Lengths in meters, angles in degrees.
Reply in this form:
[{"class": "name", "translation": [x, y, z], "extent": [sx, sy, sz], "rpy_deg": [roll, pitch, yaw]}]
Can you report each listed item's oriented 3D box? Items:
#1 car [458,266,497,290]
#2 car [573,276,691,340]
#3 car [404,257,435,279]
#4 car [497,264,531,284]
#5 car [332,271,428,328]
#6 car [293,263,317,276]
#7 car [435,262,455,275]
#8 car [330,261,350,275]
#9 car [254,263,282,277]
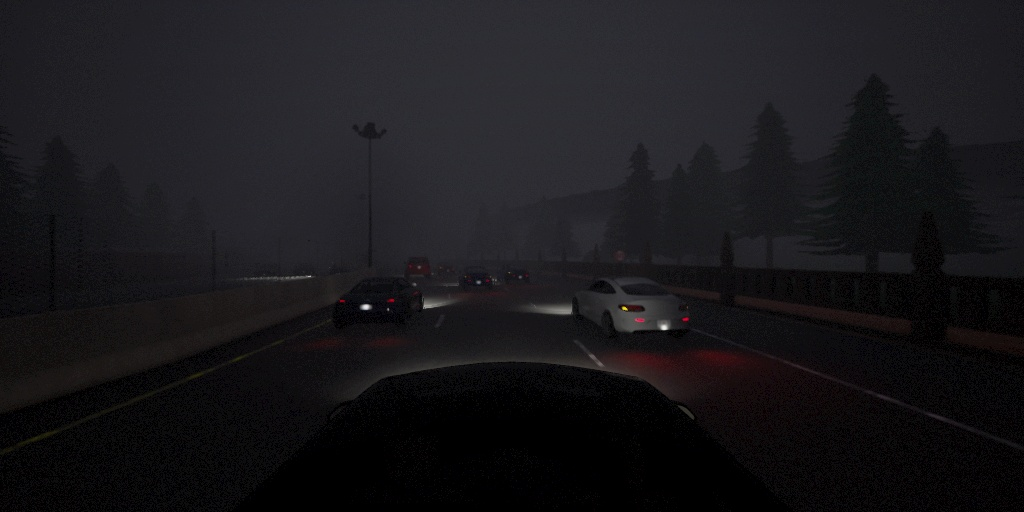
[{"class": "car", "translation": [-2.361, 1.328, 22.745], "extent": [1.812, 1.442, 4.674], "rpy_deg": [0, 0, -12]}, {"class": "car", "translation": [3.044, 1.278, 9.943], "extent": [1.812, 1.442, 4.674], "rpy_deg": [0, 0, -5]}, {"class": "car", "translation": [-8.830, 1.074, 33.466], "extent": [2.150, 2.045, 5.566], "rpy_deg": [0, 0, -18]}, {"class": "car", "translation": [0.037, 1.327, 27.819], "extent": [1.812, 1.442, 4.674], "rpy_deg": [0, 0, -14]}, {"class": "car", "translation": [-4.131, 1.352, 11.643], "extent": [1.994, 1.385, 4.181], "rpy_deg": [0, 0, -6]}, {"class": "car", "translation": [-22.686, 1.492, 39.457], "extent": [1.994, 1.385, 4.181], "rpy_deg": [0, 0, -24]}, {"class": "car", "translation": [-7.638, 1.386, 40.204], "extent": [1.812, 1.442, 4.674], "rpy_deg": [0, 0, -22]}, {"class": "car", "translation": [-18.310, 1.507, 38.255], "extent": [1.895, 1.301, 4.718], "rpy_deg": [0, 0, -23]}, {"class": "car", "translation": [-26.100, 1.490, 38.587], "extent": [2.033, 1.411, 5.357], "rpy_deg": [0, 0, -25]}]
